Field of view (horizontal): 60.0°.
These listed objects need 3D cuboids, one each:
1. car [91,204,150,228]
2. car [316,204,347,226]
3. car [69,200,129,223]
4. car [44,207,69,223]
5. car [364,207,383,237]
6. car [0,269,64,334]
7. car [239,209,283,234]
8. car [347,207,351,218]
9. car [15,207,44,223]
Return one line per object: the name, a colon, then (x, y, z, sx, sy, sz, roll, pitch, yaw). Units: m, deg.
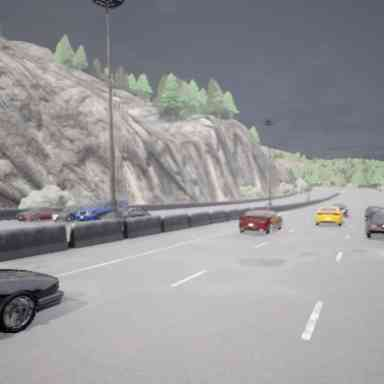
car: (-5.216, 1.940, 26.214, 2.128, 1.511, 4.902, -1, -1, 27)
car: (11.585, 1.931, 27.787, 1.882, 1.535, 5.008, -1, -1, 27)
car: (-7.602, 1.723, 29.224, 2.150, 2.045, 5.566, -1, -1, 27)
car: (-10.705, 2.024, 30.835, 2.128, 1.511, 4.902, -1, -1, 27)
car: (11.291, 1.864, 19.607, 2.033, 1.411, 5.357, -1, -1, 27)
car: (-4.420, 1.632, 4.472, 2.033, 1.411, 5.357, -1, -1, 27)
car: (4.652, 1.843, 22.007, 1.882, 1.535, 5.008, -1, -1, 27)
car: (17.167, 2.133, 38.578, 1.837, 1.490, 4.892, -1, -1, 27)
car: (-14.357, 2.110, 31.392, 1.994, 1.385, 4.181, -1, -1, 27)
